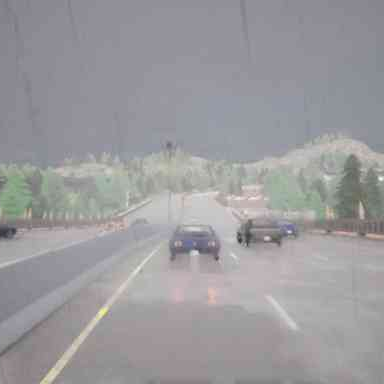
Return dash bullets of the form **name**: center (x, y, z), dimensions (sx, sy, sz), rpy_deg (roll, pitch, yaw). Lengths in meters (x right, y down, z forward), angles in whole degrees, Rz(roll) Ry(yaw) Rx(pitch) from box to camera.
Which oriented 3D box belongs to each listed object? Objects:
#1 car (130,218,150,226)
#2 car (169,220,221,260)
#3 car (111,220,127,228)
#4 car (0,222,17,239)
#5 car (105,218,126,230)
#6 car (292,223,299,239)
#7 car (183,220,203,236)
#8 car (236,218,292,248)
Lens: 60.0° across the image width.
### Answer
- **car**: center (-7.063, 4.350, 45.529), dimensions (2.097, 1.767, 4.553), rpy_deg (0, -5, 0)
- **car**: center (0.101, 2.031, 14.172), dimensions (1.895, 1.301, 4.718), rpy_deg (0, -3, 0)
- **car**: center (-14.005, 6.104, 64.063), dimensions (1.994, 1.385, 4.181), rpy_deg (0, -5, 0)
- **car**: center (-14.095, 2.691, 22.848), dimensions (1.895, 1.301, 4.718), rpy_deg (0, -5, 0)
- **car**: center (-10.555, 4.412, 46.267), dimensions (2.097, 1.767, 4.553), rpy_deg (0, -5, 0)
- **car**: center (7.102, 2.928, 26.572), dimensions (1.812, 1.442, 4.674), rpy_deg (0, -5, 0)
- **car**: center (0.102, 3.460, 32.887), dimensions (1.812, 1.442, 4.674), rpy_deg (0, -5, 0)
- **car**: center (3.601, 2.207, 18.340), dimensions (2.128, 1.511, 4.902), rpy_deg (0, -4, 0)
